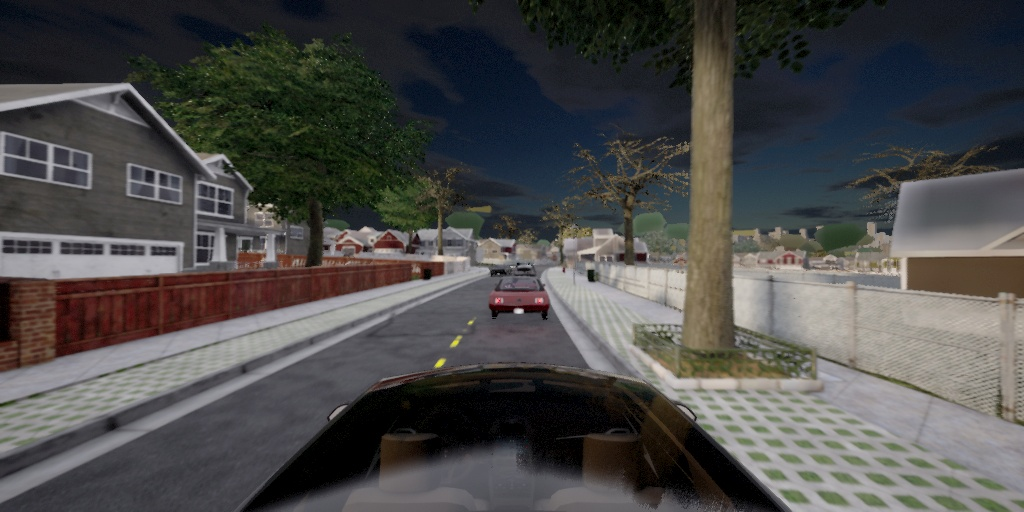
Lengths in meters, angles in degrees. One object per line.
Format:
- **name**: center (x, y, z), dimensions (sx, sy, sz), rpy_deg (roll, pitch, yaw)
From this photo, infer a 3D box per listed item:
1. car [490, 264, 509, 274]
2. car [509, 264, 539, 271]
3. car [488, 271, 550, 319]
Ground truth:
- **car**: center (-1.157, 1.497, 37.911), dimensions (1.895, 1.301, 4.718), rpy_deg (0, 0, 5)
- **car**: center (1.067, 1.355, 28.910), dimensions (1.837, 1.490, 4.892), rpy_deg (0, -1, 4)
- **car**: center (0.288, 1.387, 13.046), dimensions (1.895, 1.301, 4.718), rpy_deg (0, 0, 2)
